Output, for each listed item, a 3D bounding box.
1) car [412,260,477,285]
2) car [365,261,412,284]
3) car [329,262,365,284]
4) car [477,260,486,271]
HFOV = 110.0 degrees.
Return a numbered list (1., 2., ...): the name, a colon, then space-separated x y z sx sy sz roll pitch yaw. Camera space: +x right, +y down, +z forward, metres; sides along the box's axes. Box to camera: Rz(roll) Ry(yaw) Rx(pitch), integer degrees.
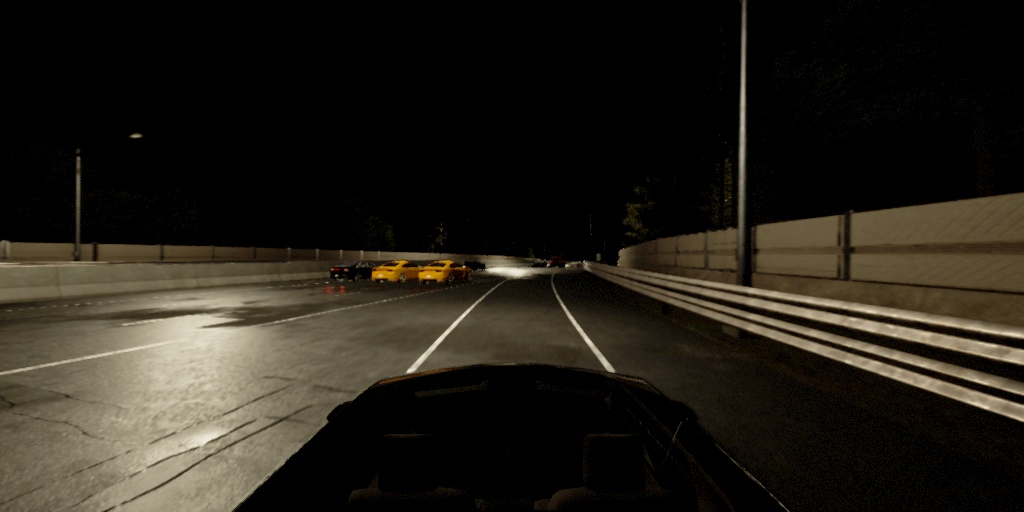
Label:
1. car: -4.386 1.083 24.342 1.882 1.535 5.008 -1 0 17
2. car: -7.728 1.111 25.367 1.882 1.535 5.008 -1 0 17
3. car: -11.070 1.146 26.390 2.128 1.511 4.902 0 0 17
4. car: -4.865 1.214 46.680 2.128 1.511 4.902 0 -1 17
